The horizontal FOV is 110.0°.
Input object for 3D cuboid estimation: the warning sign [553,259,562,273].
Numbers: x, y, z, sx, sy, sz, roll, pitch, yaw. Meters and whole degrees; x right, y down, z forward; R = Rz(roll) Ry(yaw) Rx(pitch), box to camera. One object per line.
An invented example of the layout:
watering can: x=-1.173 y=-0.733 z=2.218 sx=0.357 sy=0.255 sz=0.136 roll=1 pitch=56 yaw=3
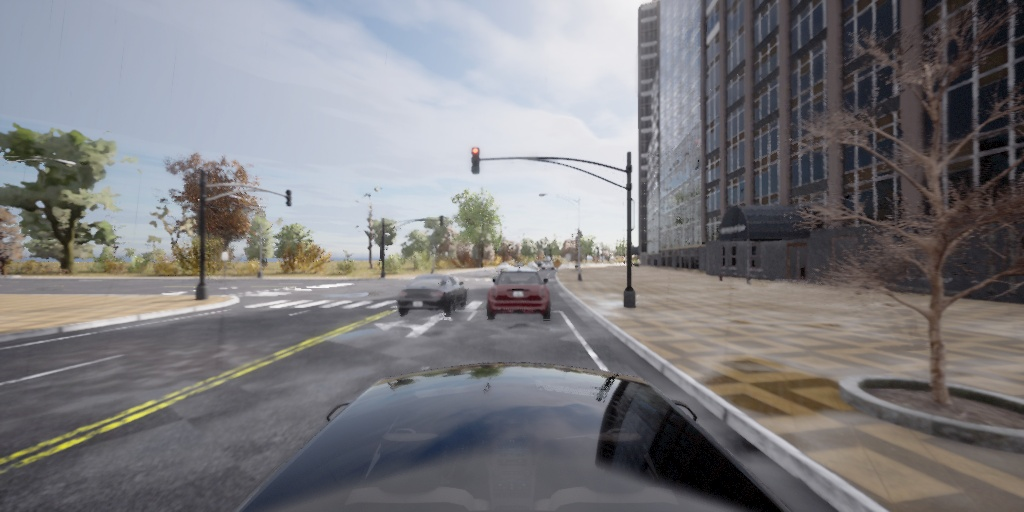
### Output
warning sign: x=6.393 y=1.404 z=50.277 sx=1.300 sy=1.860 sz=1.060 roll=0 pitch=0 yaw=8

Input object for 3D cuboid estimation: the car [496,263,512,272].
car: x=-1.332 y=1.931 z=61.620 sx=1.812 sy=1.442 sz=4.674 roll=0 pitch=-1 yaw=10

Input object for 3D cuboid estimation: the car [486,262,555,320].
car: x=0.302 y=1.228 z=13.344 sx=2.097 sy=1.767 sz=4.553 roll=0 pitch=-1 yaw=3

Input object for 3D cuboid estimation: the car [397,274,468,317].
car: x=-2.928 y=1.405 z=13.852 sx=1.812 sy=1.442 sz=4.674 roll=0 pitch=-1 yaw=3
